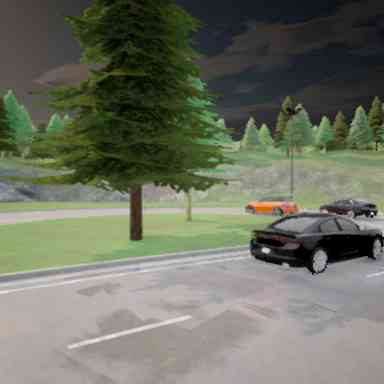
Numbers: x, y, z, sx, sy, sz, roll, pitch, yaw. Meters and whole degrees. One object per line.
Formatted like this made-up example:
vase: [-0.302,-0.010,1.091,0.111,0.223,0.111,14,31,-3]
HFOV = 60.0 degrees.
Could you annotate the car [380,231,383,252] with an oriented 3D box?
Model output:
car: [6.511,1.479,7.825,4.181,1.385,1.994,-1,1,-36]

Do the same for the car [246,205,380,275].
car: [3.985,1.387,10.290,5.008,1.535,1.882,-1,1,-35]

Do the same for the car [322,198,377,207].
car: [12.187,1.266,26.216,1.837,1.490,4.892,1,0,-18]

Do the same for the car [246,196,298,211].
car: [6.749,1.123,28.563,2.097,1.767,4.553,-1,1,-36]
